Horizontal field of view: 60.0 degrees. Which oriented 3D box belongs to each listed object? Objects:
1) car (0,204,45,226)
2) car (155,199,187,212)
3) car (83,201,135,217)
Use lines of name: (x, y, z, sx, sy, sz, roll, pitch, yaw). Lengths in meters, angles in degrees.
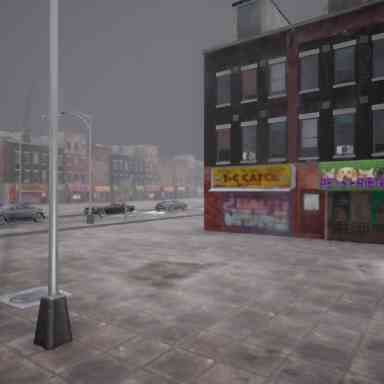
car: (-12.598, 1.515, 23.380, 1.994, 1.385, 4.181, 0, 0, 36)
car: (-2.363, 1.450, 37.863, 1.994, 1.385, 4.181, 0, 0, 35)
car: (-7.556, 1.519, 30.516, 1.895, 1.301, 4.718, 0, 0, 36)
